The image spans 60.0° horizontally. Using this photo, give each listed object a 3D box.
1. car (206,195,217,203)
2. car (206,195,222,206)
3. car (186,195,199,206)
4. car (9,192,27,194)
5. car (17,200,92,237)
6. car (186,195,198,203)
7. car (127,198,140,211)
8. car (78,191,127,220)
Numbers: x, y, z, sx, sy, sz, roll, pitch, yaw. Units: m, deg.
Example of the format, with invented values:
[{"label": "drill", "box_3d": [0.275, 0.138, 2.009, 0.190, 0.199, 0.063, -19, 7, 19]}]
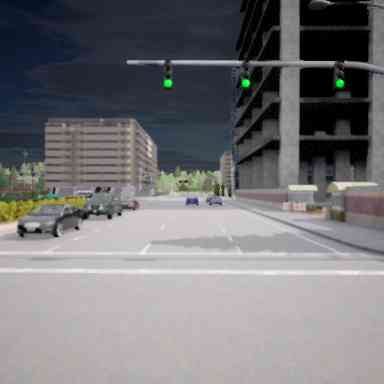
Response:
[{"label": "car", "box_3d": [3.515, 1.254, 60.660, 1.812, 1.442, 4.674, 0, 0, 0]}, {"label": "car", "box_3d": [3.530, 1.316, 50.270, 2.033, 1.411, 5.357, 0, 0, 0]}, {"label": "car", "box_3d": [0.028, 1.242, 49.923, 1.882, 1.535, 5.008, 0, 0, 0]}, {"label": "car", "box_3d": [-28.768, 0.909, 53.674, 4.605, 1.855, 1.932, 0, 0, 0]}, {"label": "car", "box_3d": [-7.095, 1.368, 17.126, 2.128, 1.511, 4.902, 0, 0, 0]}, {"label": "car", "box_3d": [0.015, 1.288, 60.316, 1.994, 1.385, 4.181, 0, 0, 0]}, {"label": "car", "box_3d": [-7.062, 1.365, 37.085, 1.994, 1.385, 4.181, 0, 0, 0]}, {"label": "car", "box_3d": [-7.088, 1.061, 27.026, 2.150, 2.045, 5.566, 0, 0, 0]}]
